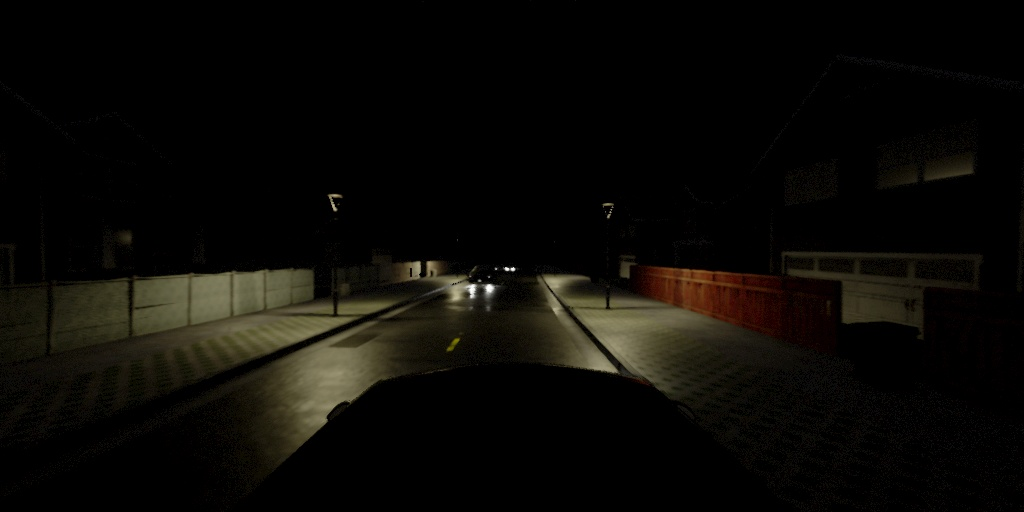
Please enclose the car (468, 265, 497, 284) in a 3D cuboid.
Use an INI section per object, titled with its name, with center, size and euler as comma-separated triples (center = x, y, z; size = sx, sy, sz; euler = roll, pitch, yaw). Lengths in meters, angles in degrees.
[car]
center = -2.161, 1.370, 27.868
size = 2.033, 1.411, 5.357
euler = 0, 0, 2
